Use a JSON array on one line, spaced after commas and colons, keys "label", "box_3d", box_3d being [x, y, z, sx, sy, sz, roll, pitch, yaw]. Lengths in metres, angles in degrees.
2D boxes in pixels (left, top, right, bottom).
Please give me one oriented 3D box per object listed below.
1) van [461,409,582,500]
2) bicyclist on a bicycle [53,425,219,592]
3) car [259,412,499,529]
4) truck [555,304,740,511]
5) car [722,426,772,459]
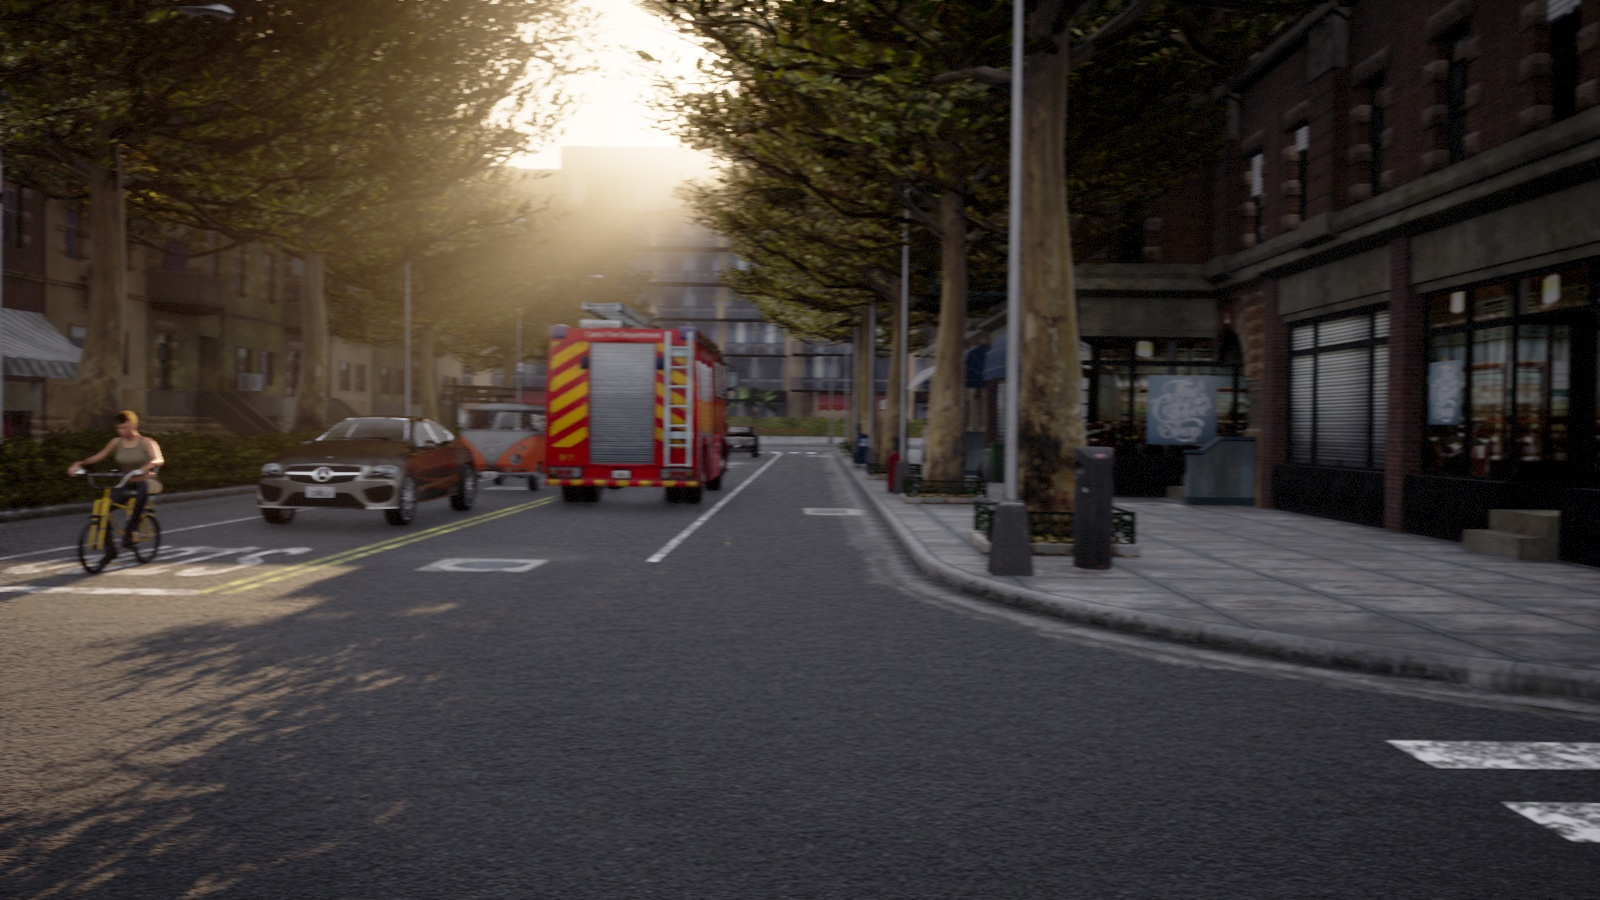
[{"label": "van", "box_3d": [-6.503, 0.042, 29.809, 1.775, 1.987, 4.442, -1, 1, 1]}, {"label": "bicyclist on a bicycle", "box_3d": [-6.772, 0.553, 12.896, 0.866, 1.612, 1.509, -1, 1, 1]}, {"label": "car", "box_3d": [-6.649, 0.248, 20.556, 2.152, 1.651, 5.027, -1, 1, 1]}, {"label": "truck", "box_3d": [-3.045, -0.865, 27.674, 2.891, 3.827, 8.468, -1, 1, 1]}, {"label": "car", "box_3d": [-2.509, -0.381, 60.968, 2.128, 1.511, 4.902, -1, 1, 1]}]
